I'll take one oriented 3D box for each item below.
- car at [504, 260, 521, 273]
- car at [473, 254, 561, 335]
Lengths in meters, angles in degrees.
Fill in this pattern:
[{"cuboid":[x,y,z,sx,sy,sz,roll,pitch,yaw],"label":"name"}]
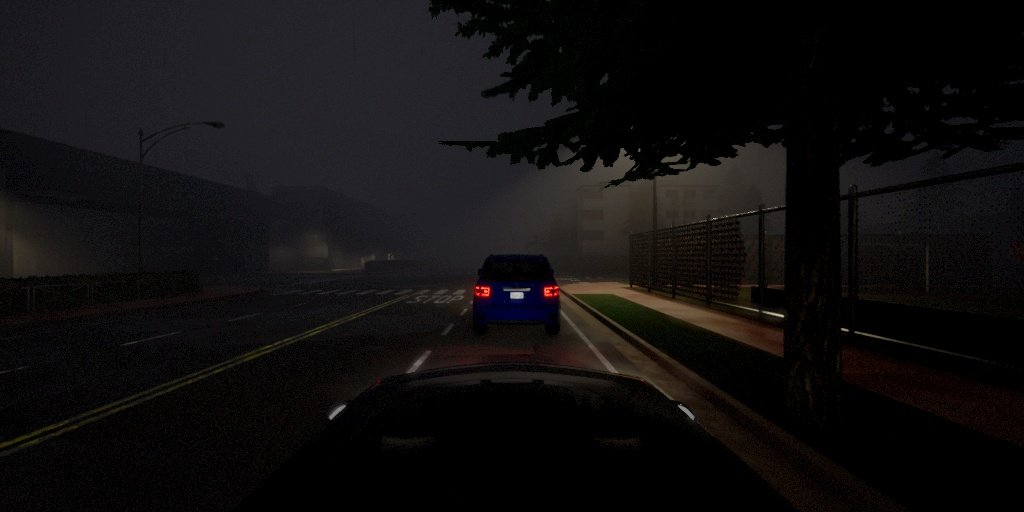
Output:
[{"cuboid":[0.035,1.263,45.566,2.128,1.511,4.902,0,0,0],"label":"car"},{"cuboid":[0.117,0.976,10.691,2.150,2.045,5.566,0,0,0],"label":"car"}]
